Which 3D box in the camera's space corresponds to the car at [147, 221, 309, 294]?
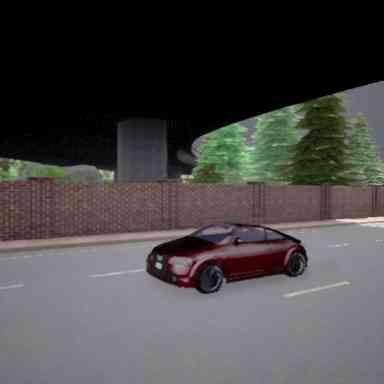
[{"bbox_3d":[0.977,1.474,8.513,4.181,1.385,1.994,0,1,-30],"label":"car"}]
